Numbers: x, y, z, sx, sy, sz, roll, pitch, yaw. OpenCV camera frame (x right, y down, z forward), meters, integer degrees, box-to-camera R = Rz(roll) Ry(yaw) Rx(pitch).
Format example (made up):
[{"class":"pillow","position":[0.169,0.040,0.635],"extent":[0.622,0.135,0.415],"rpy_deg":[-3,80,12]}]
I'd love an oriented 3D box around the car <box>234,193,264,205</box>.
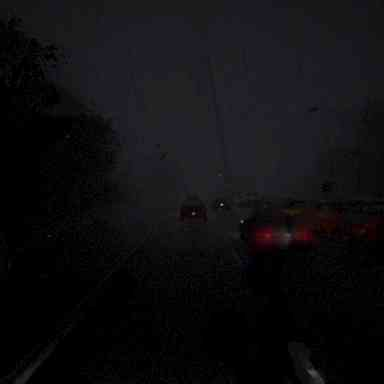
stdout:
[{"class":"car","position":[8.086,1.178,40.346],"extent":[4.892,1.521,2.231],"rpy_deg":[1,1,-20]}]

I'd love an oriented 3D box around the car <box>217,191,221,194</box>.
[{"class":"car","position":[7.907,1.064,61.160],"extent":[5.366,1.575,1.946],"rpy_deg":[1,1,-20]}]

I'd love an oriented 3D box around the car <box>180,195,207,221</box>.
[{"class":"car","position":[0.104,1.300,25.423],"extent":[1.882,1.535,5.008],"rpy_deg":[0,1,0]}]

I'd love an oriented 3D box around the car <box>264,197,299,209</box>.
[{"class":"car","position":[7.900,1.343,22.391],"extent":[5.366,1.575,1.946],"rpy_deg":[1,1,-20]}]

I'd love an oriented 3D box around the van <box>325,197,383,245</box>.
[{"class":"van","position":[7.967,1.209,13.453],"extent":[4.442,1.987,1.878],"rpy_deg":[1,1,-20]}]

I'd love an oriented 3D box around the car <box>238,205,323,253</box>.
[{"class":"car","position":[3.102,1.492,13.347],"extent":[2.033,1.411,5.357],"rpy_deg":[0,0,0]}]

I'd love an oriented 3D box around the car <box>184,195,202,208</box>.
[{"class":"car","position":[0.106,1.158,42.983],"extent":[2.128,1.511,4.902],"rpy_deg":[0,0,0]}]

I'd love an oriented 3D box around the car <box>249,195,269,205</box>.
[{"class":"car","position":[7.901,1.276,28.357],"extent":[5.366,1.575,1.946],"rpy_deg":[1,1,-20]}]

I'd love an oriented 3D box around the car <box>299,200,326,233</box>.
[{"class":"car","position":[8.045,1.283,16.481],"extent":[4.553,1.767,2.185],"rpy_deg":[1,0,-20]}]

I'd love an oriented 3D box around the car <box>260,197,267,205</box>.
[{"class":"car","position":[8.100,1.344,25.453],"extent":[4.792,1.488,2.163],"rpy_deg":[1,0,-20]}]

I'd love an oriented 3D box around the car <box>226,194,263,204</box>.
[{"class":"car","position":[8.252,1.106,52.345],"extent":[5.366,1.575,1.946],"rpy_deg":[1,0,-20]}]

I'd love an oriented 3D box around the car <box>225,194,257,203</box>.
[{"class":"car","position":[8.104,1.124,55.275],"extent":[4.792,1.488,2.163],"rpy_deg":[1,0,-20]}]

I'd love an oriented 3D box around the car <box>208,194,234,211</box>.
[{"class":"car","position":[3.106,1.276,36.741],"extent":[1.994,1.385,4.181],"rpy_deg":[0,0,0]}]

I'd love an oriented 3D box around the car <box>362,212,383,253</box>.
[{"class":"car","position":[8.066,1.494,10.522],"extent":[4.674,1.452,2.002],"rpy_deg":[1,0,-20]}]

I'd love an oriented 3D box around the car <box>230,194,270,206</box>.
[{"class":"car","position":[8.083,1.138,46.312],"extent":[5.008,1.535,2.097],"rpy_deg":[1,1,-20]}]

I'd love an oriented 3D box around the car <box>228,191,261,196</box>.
[{"class":"car","position":[8.106,0.904,43.346],"extent":[5.566,2.045,2.435],"rpy_deg":[1,0,-20]}]
